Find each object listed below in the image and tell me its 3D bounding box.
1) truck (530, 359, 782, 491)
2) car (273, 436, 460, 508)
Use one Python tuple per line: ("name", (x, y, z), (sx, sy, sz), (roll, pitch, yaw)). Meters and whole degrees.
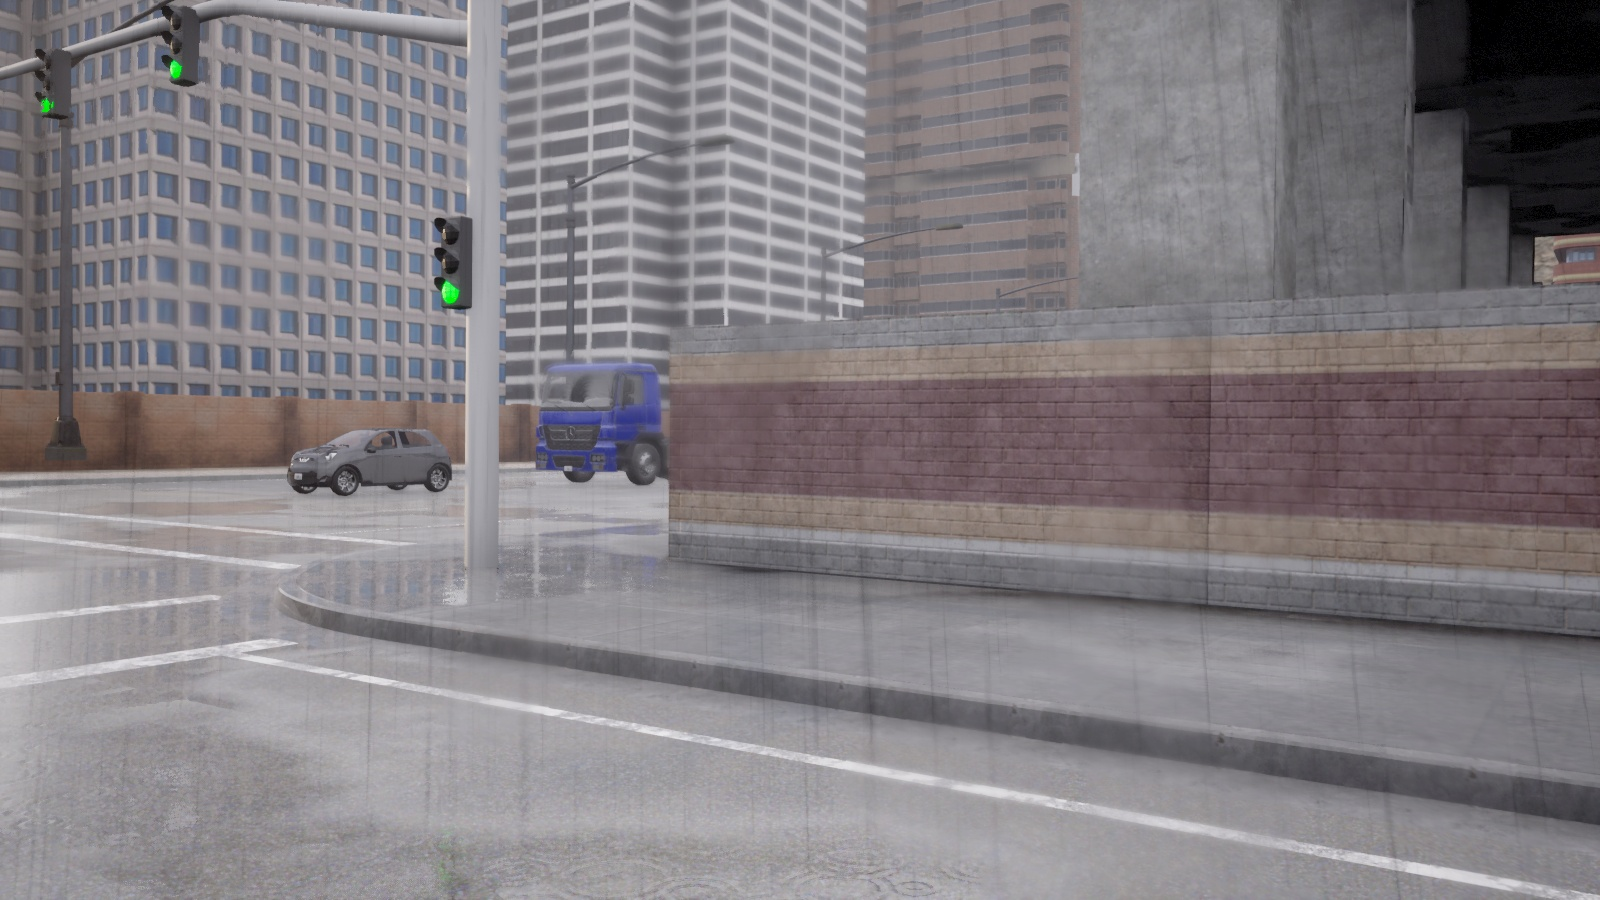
("truck", (-4.016, -0.721, 37.134), (2.891, 3.462, 7.936), (0, 1, 34))
("car", (-9.798, 0.444, 28.592), (1.845, 1.501, 3.633), (0, 1, 34))
